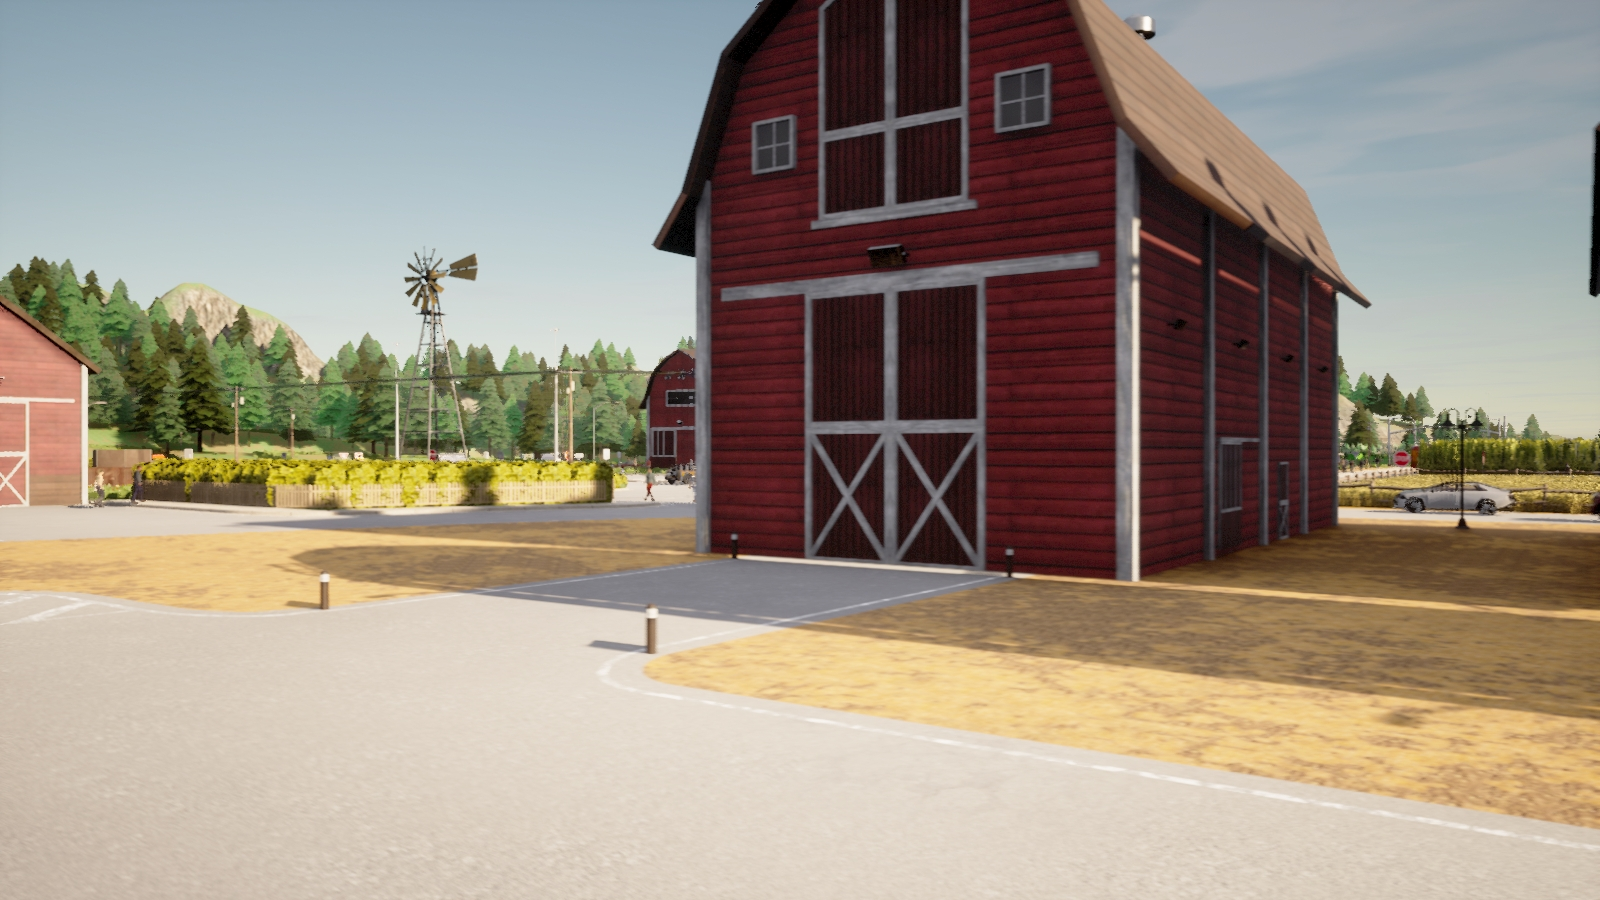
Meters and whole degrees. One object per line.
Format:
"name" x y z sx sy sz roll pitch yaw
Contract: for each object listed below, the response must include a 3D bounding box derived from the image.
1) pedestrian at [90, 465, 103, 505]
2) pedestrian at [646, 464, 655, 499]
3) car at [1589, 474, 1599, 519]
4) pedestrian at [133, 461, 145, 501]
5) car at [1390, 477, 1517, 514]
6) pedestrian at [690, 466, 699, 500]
"pedestrian" -32.481 1.617 52.775 0.375 1.860 0.375 0 0 32
"pedestrian" -7.893 1.668 60.312 0.375 1.860 0.375 0 0 24
"car" 34.473 1.905 45.843 4.553 1.767 2.097 0 0 33
"pedestrian" -31.135 1.466 53.822 0.375 1.860 0.375 0 0 -14
"car" 30.089 2.048 52.627 4.902 1.511 2.128 0 0 35
"pedestrian" -5.825 1.845 63.213 0.375 1.860 0.375 0 0 22
